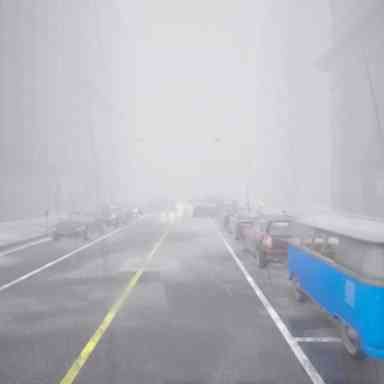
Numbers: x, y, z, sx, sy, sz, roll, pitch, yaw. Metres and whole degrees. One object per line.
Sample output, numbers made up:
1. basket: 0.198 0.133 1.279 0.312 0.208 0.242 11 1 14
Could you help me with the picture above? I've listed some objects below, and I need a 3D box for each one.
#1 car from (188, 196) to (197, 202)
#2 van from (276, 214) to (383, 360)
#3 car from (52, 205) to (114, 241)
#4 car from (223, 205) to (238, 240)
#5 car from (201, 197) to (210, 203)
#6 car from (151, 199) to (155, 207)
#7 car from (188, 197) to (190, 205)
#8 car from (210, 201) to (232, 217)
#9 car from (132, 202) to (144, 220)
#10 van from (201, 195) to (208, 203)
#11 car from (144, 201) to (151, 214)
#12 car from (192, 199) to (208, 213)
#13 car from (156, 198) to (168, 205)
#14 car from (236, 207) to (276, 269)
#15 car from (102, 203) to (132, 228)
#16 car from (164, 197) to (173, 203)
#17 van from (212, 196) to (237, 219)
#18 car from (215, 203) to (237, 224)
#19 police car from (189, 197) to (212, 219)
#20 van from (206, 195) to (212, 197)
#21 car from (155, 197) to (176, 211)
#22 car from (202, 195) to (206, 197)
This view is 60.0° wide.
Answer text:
1. car: 0.126 1.661 81.955 1.994 1.385 4.181 0 0 0
2. van: 2.860 1.361 5.717 1.690 1.788 3.998 0 0 0
3. car: -5.646 1.608 17.023 2.008 1.369 4.403 0 0 0
4. car: 2.878 1.602 17.013 1.887 1.381 4.507 0 0 0
5. car: 2.966 1.813 73.500 1.802 1.307 4.206 0 0 0
6. car: -5.594 1.717 50.916 1.887 1.381 4.507 0 0 0
7. car: 0.101 1.706 65.925 2.128 1.511 4.902 0 0 0
8. car: 2.904 1.660 33.959 1.887 1.381 4.507 0 0 0
9. car: -5.629 1.647 28.320 2.008 1.369 4.403 0 0 0
10. van: 2.974 1.583 79.150 1.690 1.788 3.998 0 0 0
11. car: -5.621 1.698 33.969 1.802 1.307 4.206 0 0 0
12. car: 0.962 1.644 40.539 1.837 1.490 4.892 0 0 0
13. car: -5.576 1.787 62.214 1.802 1.307 4.206 0 0 0
14. car: 2.869 1.479 11.365 1.967 1.590 4.097 0 0 0
15. car: -5.638 1.517 22.672 1.967 1.590 4.097 0 0 0
16. car: -5.550 1.808 79.161 1.947 1.339 4.313 0 0 0
17. van: 2.894 1.437 28.311 1.690 1.788 3.998 0 0 0
18. car: 2.887 1.643 22.662 1.947 1.339 4.313 0 0 0
19. police car: 0.947 1.530 30.650 1.930 1.638 5.238 0 0 0
20. van: 2.912 1.476 39.608 1.690 1.788 3.998 0 0 0
21. car: -3.024 1.638 42.328 2.128 1.511 4.902 0 0 0
22. car: 2.921 1.469 45.257 2.192 1.841 5.009 0 0 0
